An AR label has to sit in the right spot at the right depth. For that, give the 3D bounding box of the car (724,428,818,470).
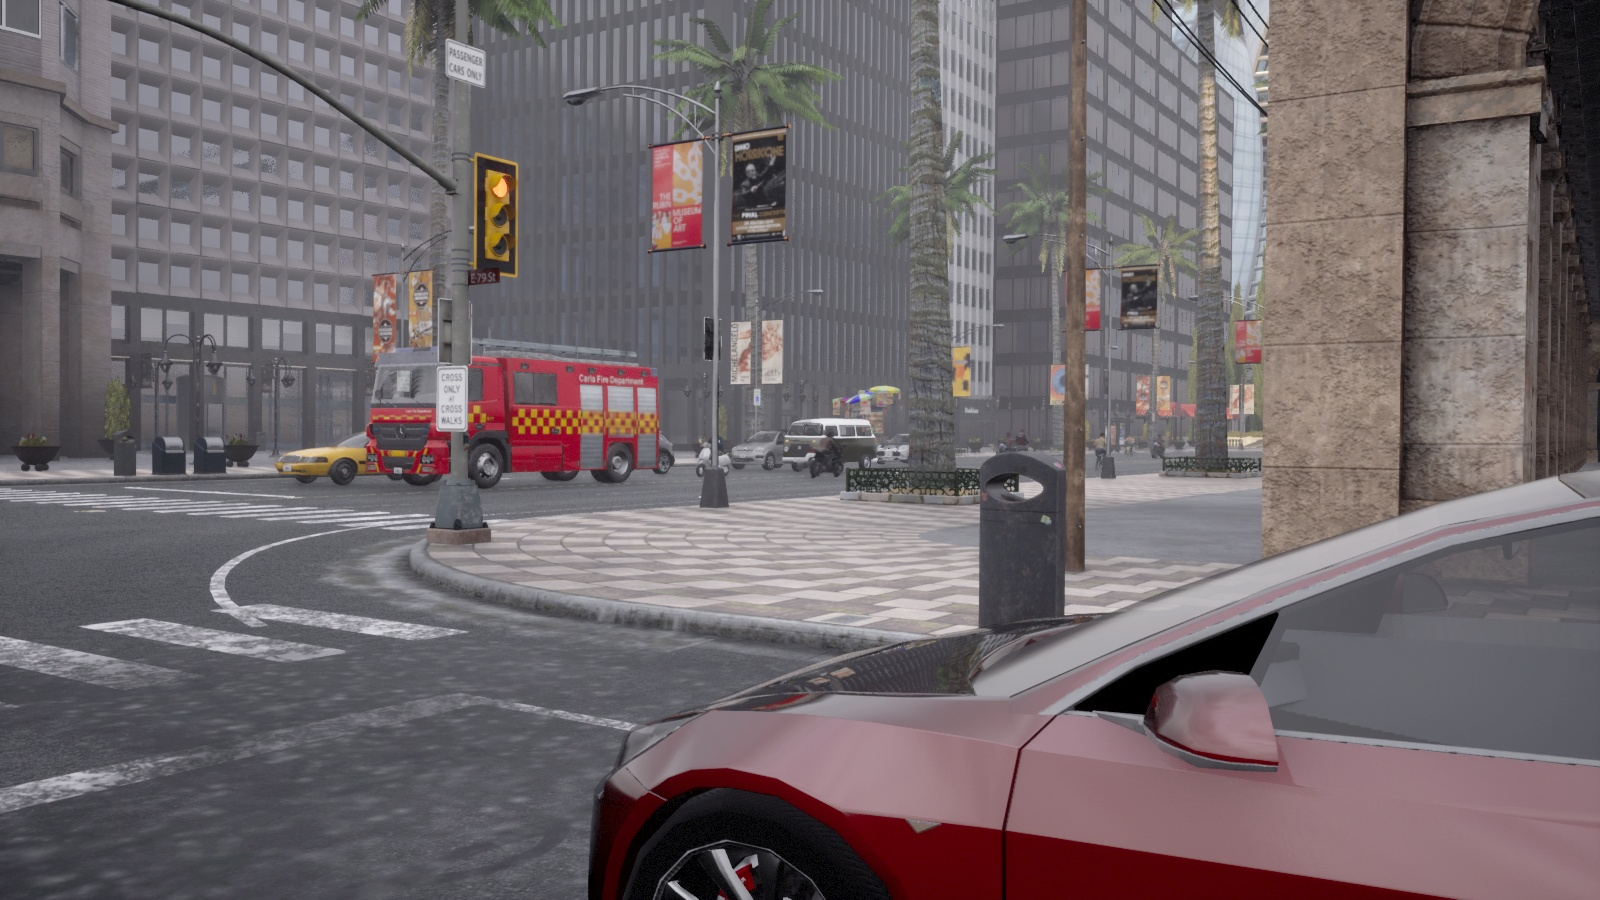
[{"bbox_3d":[-1.123,-0.051,50.605,1.851,1.617,3.988,0,1,34],"label":"car"}]

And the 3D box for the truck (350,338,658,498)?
[{"bbox_3d":[-7.730,-0.831,34.274,2.891,3.827,8.468,0,1,33],"label":"truck"}]

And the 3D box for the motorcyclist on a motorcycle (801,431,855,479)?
[{"bbox_3d":[0.921,0.145,41.005,0.797,1.523,2.044,0,1,33],"label":"motorcyclist on a motorcycle"}]

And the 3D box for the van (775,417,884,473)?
[{"bbox_3d":[1.180,-0.208,47.746,2.069,2.038,4.480,0,1,33],"label":"van"}]

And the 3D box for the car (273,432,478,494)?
[{"bbox_3d":[-11.593,0.301,34.719,1.801,1.575,5.366,0,1,34],"label":"car"}]

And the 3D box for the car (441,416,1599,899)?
[{"bbox_3d":[1.787,0.681,2.457,4.792,1.488,2.163,0,1,33],"label":"car"}]

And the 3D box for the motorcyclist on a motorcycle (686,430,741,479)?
[{"bbox_3d":[-2.858,0.142,41.631,0.866,1.590,1.817,0,1,33],"label":"motorcyclist on a motorcycle"}]

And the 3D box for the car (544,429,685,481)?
[{"bbox_3d":[-6.252,0.133,42.845,2.033,1.649,4.856,0,1,34],"label":"car"}]

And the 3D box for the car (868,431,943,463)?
[{"bbox_3d":[5.082,-0.169,60.015,1.970,1.475,3.806,0,1,33],"label":"car"}]

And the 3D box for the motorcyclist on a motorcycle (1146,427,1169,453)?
[{"bbox_3d":[23.321,-0.647,81.848,0.766,1.649,2.350,0,1,33],"label":"motorcyclist on a motorcycle"}]
